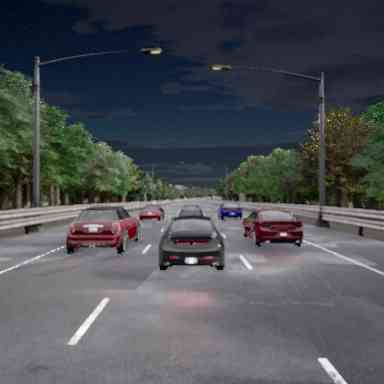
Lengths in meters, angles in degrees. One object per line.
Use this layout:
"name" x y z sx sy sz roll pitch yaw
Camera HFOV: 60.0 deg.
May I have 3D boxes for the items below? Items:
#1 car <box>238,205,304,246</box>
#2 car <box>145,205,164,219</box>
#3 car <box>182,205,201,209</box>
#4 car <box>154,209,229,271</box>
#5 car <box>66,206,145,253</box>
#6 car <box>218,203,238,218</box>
"car" 3.524 1.498 15.261 1.882 1.535 5.008 0 0 0
"car" -3.530 1.813 29.856 1.994 1.385 4.181 0 -1 0
"car" -0.043 1.710 25.610 2.033 1.411 5.357 0 -1 0
"car" 0.010 1.498 10.852 1.837 1.490 4.892 0 0 1
"car" -3.478 1.363 13.846 2.097 1.767 4.553 0 -1 0
"car" 3.469 1.745 30.805 1.882 1.535 5.008 0 -1 0
